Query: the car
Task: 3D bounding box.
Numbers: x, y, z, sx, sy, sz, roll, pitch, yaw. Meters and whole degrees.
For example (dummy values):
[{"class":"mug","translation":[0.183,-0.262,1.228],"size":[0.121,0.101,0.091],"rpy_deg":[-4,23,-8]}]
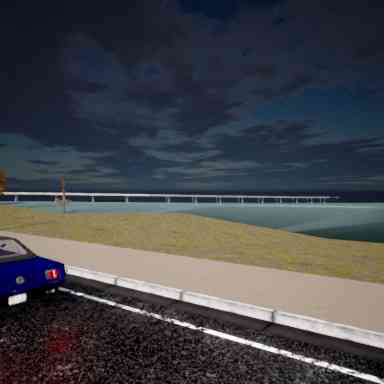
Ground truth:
[{"class":"car","translation":[-4.888,1.601,7.163],"size":[4.718,1.301,1.895],"rpy_deg":[0,0,35]}]
